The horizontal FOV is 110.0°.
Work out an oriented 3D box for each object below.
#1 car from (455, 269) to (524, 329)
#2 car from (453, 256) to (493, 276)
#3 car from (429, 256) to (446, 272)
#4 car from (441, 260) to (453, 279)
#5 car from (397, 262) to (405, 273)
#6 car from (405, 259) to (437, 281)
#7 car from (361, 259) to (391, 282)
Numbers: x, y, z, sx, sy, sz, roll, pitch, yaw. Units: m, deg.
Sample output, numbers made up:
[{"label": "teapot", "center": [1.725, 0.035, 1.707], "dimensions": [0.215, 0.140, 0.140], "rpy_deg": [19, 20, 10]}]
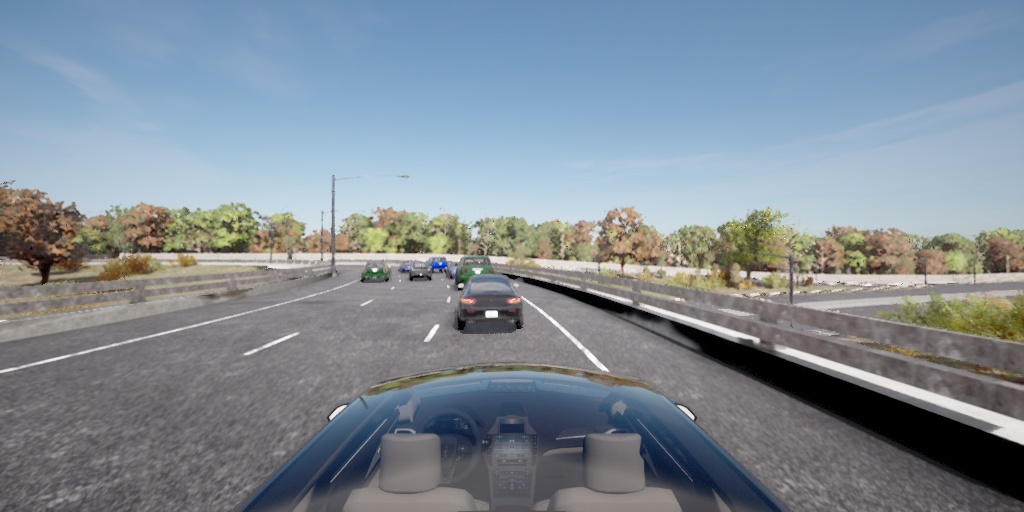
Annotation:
[{"label": "car", "center": [-0.718, 1.298, 11.274], "dimensions": [1.812, 1.442, 4.674], "rpy_deg": [0, 0, -5]}, {"label": "car", "center": [-2.466, 1.021, 23.053], "dimensions": [2.150, 2.045, 5.566], "rpy_deg": [0, 0, -11]}, {"label": "car", "center": [-9.803, 1.082, 46.369], "dimensions": [2.150, 2.045, 5.566], "rpy_deg": [0, 0, -23]}, {"label": "car", "center": [-5.227, 1.376, 34.172], "dimensions": [2.033, 1.411, 5.357], "rpy_deg": [0, 0, -17]}, {"label": "car", "center": [-13.341, 1.426, 45.680], "dimensions": [1.994, 1.385, 4.181], "rpy_deg": [0, 0, -24]}, {"label": "car", "center": [-8.069, 1.317, 31.510], "dimensions": [2.128, 1.511, 4.902], "rpy_deg": [0, 0, -16]}, {"label": "car", "center": [-11.352, 1.177, 30.205], "dimensions": [2.097, 1.767, 4.553], "rpy_deg": [0, 0, -16]}]
